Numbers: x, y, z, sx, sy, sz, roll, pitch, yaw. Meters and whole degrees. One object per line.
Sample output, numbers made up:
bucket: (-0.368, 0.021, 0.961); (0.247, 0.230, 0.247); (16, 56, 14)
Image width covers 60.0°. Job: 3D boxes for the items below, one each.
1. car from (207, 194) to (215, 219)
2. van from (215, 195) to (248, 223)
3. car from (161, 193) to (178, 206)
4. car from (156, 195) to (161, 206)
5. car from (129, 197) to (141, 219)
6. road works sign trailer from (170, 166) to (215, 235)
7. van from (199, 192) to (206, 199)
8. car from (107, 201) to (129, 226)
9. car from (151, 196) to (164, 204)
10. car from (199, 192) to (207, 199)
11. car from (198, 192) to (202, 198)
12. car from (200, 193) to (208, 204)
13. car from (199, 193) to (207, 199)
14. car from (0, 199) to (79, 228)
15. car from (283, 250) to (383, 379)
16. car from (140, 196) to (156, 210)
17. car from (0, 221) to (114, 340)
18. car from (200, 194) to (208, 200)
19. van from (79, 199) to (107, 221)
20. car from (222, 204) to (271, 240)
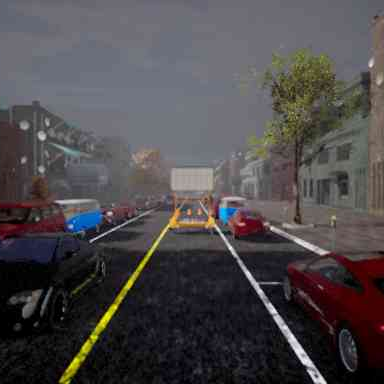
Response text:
car: (2.692, 1.172, 27.378); (2.192, 1.841, 5.009); (-1, 0, 0)
van: (2.691, 1.227, 21.830); (1.690, 1.788, 3.998); (-1, 0, 0)
car: (-3.064, 1.272, 48.425); (1.812, 1.442, 4.674); (0, 0, 0)
car: (-5.682, 1.314, 44.024); (1.887, 1.381, 4.507); (-1, 0, 0)
car: (-5.686, 1.402, 27.379); (1.887, 1.381, 4.507); (-1, 0, 0)
road works sign trailer: (0.015, 0.370, 18.106); (2.380, 3.560, 2.880); (0, 0, 0)
van: (2.708, 0.875, 88.409); (1.690, 1.788, 3.998); (-1, 0, 0)
car: (-5.689, 1.326, 21.830); (1.967, 1.590, 4.097); (-1, 0, 0)
car: (-5.679, 1.293, 55.120); (1.802, 1.307, 4.206); (-1, 0, 0)
car: (2.704, 1.206, 60.838); (1.752, 1.417, 4.829); (-1, 0, 0)
car: (2.702, 0.967, 66.216); (2.192, 1.841, 5.009); (-1, 0, 0)
car: (2.702, 1.277, 55.121); (1.947, 1.339, 4.313); (-1, 0, 0)
car: (2.709, 1.088, 83.032); (1.752, 1.417, 4.829); (-1, 0, 0)
car: (-5.693, 1.259, 10.733); (2.192, 1.841, 5.009); (-1, 0, 0)
car: (2.689, 1.554, 5.186); (1.802, 1.307, 4.206); (-1, 0, 0)
car: (-5.685, 1.239, 38.475); (1.967, 1.590, 4.097); (-1, 0, 0)
car: (-3.099, 1.530, 6.535); (1.994, 1.385, 4.181); (0, 0, 0)
car: (2.708, 1.175, 77.314); (1.802, 1.307, 4.206); (-1, 0, 0)
van: (-5.692, 1.256, 16.282); (1.690, 1.788, 3.998); (-1, 0, 0)
car: (2.692, 1.497, 16.283); (1.802, 1.307, 4.206); (-1, 0, 0)
